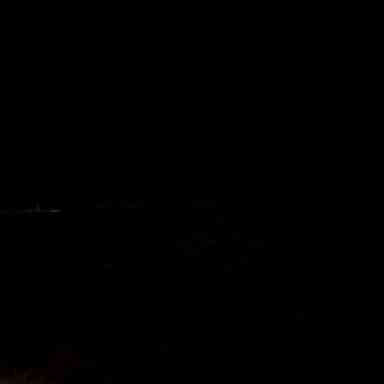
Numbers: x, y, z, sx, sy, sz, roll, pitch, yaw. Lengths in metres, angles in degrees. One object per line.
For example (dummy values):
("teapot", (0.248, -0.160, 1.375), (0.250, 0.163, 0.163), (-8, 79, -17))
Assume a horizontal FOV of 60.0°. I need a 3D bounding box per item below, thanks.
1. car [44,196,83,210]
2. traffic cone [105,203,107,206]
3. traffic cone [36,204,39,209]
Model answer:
("car", (-15.832, 1.311, 41.087), (1.882, 1.535, 5.008), (0, 0, 29))
("traffic cone", (-12.781, 1.818, 49.522), (0.340, 0.580, 0.340), (1, 0, 43))
("traffic cone", (-18.790, 1.761, 40.458), (0.340, 0.580, 0.340), (1, 0, 24))
